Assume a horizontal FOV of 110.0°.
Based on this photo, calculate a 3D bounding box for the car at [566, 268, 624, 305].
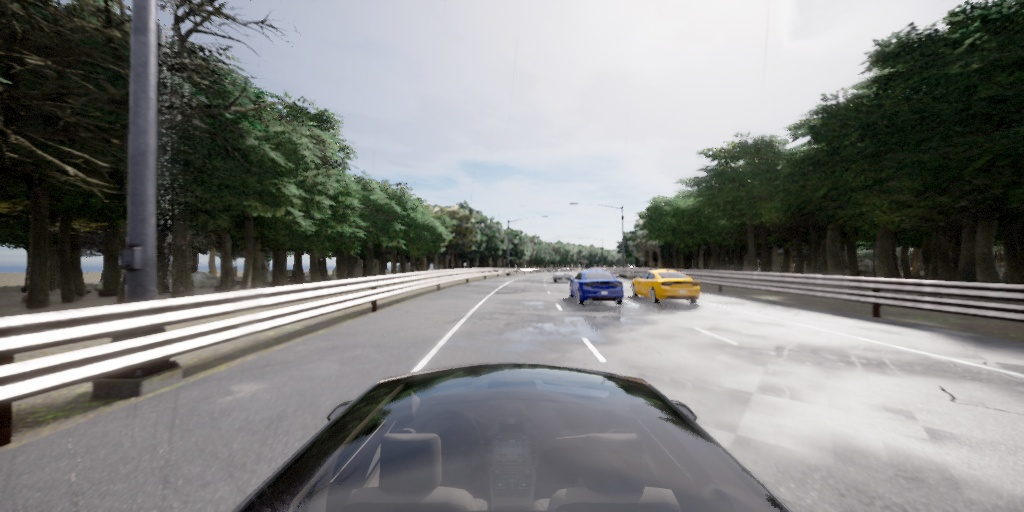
[{"bbox_3d":[3.965,1.436,17.446,1.882,1.535,5.008,0,-1,2],"label":"car"}]

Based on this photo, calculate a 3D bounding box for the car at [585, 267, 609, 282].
[{"bbox_3d":[8.806,1.934,37.517,1.812,1.442,4.674,0,-2,5],"label":"car"}]

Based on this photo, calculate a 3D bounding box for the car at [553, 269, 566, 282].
[{"bbox_3d":[5.223,1.991,36.967,1.895,1.301,4.718,0,-2,5],"label":"car"}]

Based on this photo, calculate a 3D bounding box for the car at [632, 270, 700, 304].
[{"bbox_3d":[7.489,1.444,17.960,1.882,1.535,5.008,0,-1,2],"label":"car"}]
